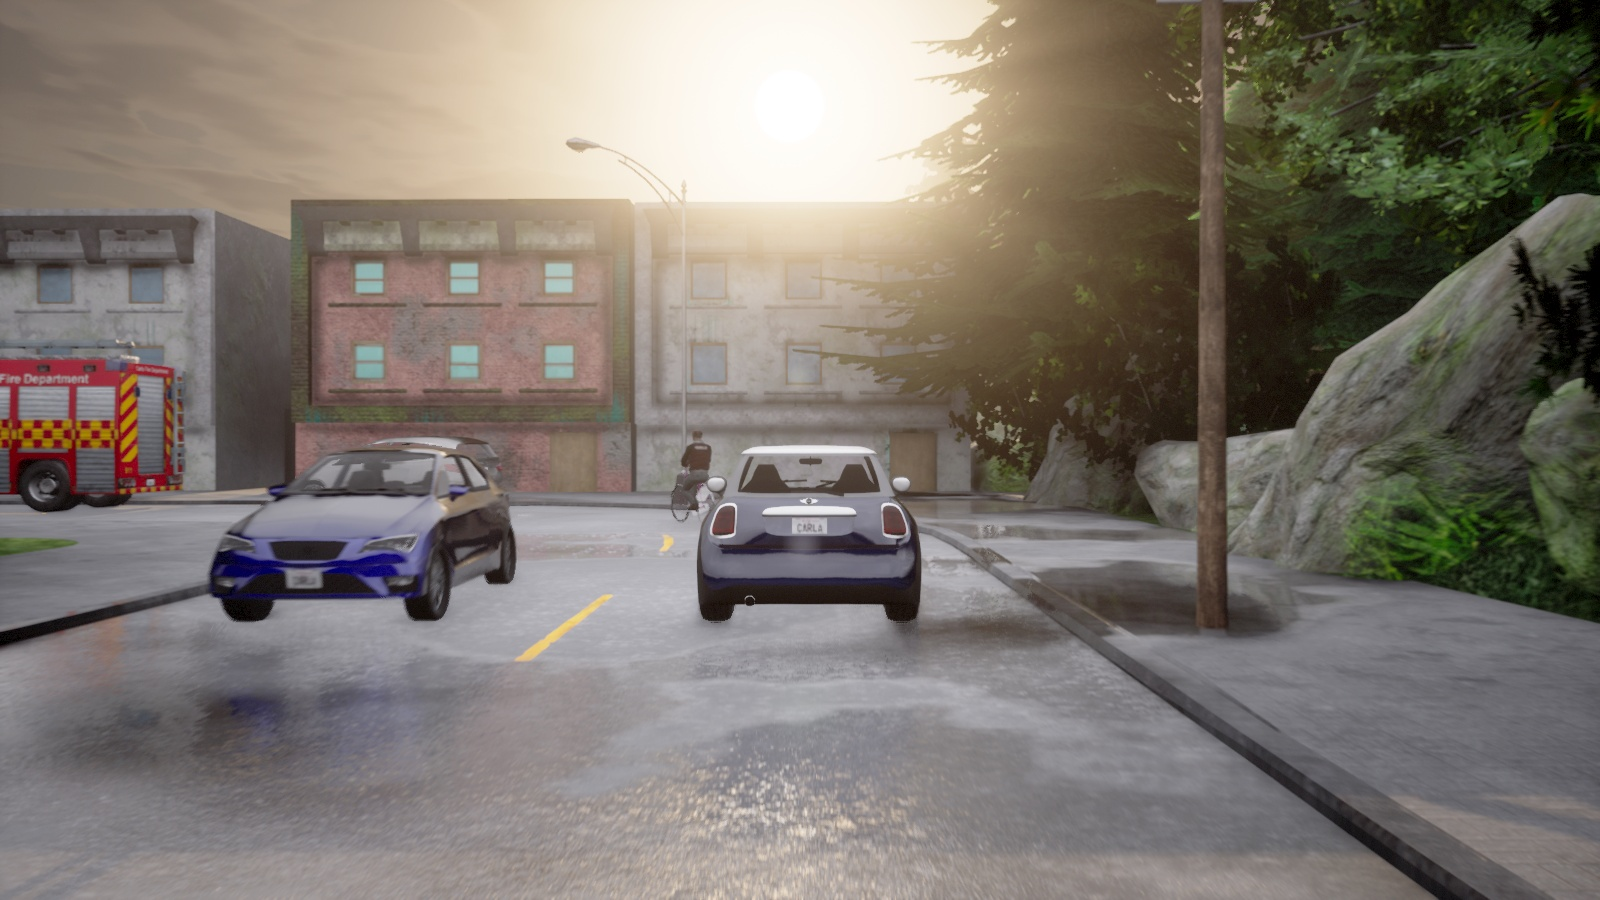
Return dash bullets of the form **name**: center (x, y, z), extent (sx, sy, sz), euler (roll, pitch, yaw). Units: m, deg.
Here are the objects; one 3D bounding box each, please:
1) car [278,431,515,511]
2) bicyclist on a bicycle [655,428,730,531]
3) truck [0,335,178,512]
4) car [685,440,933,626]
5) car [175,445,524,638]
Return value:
- **car**: center (-9.008, 0.437, 28.168), extent (4.611, 1.667, 2.242), euler (0, 0, 18)
- **bicyclist on a bicycle**: center (-1.979, 0.498, 22.890), extent (0.659, 1.776, 1.843), euler (0, 1, -29)
- **truck**: center (-19.156, -0.582, 28.690), extent (8.468, 3.827, 2.891), euler (0, 0, 1)
- **car**: center (0.083, 0.650, 11.875), extent (1.970, 1.475, 3.806), euler (0, 0, 0)
- **car**: center (-3.912, 0.696, 11.728), extent (1.816, 1.474, 4.193), euler (0, 0, -1)
